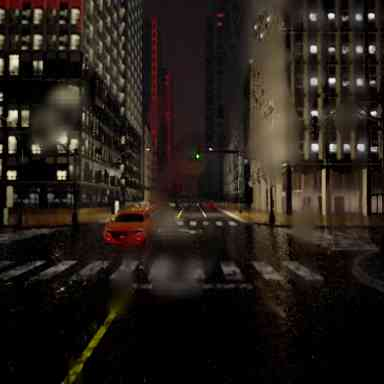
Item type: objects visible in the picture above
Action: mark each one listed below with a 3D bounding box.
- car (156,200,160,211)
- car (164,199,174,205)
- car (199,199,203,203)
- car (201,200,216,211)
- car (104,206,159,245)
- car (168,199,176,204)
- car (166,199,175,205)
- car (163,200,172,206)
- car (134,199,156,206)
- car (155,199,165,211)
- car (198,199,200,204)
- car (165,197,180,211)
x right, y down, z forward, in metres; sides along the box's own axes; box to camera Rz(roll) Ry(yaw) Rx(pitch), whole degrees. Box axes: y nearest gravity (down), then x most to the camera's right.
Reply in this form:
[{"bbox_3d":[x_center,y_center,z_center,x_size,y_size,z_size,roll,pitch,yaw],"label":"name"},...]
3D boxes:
[{"bbox_3d":[-5.686,2.124,44.038,1.802,1.307,4.206,1,-1,0],"label":"car"},{"bbox_3d":[-5.692,2.573,83.061,2.008,1.369,4.403,1,-1,0],"label":"car"},{"bbox_3d":[2.693,2.275,61.002,1.752,1.417,4.829,1,-1,0],"label":"car"},{"bbox_3d":[2.693,2.193,49.676,1.802,1.307,4.206,1,-1,0],"label":"car"},{"bbox_3d":[-3.003,1.693,16.842,1.882,1.535,5.008,0,-1,0],"label":"car"},{"bbox_3d":[-5.695,2.710,94.211,2.008,1.369,4.403,1,-1,0],"label":"car"},{"bbox_3d":[-5.694,2.635,88.636,1.887,1.381,4.507,1,-1,0],"label":"car"},{"bbox_3d":[-5.691,2.498,77.486,1.887,1.381,4.507,1,-1,0],"label":"car"},{"bbox_3d":[-5.681,1.914,38.465,1.967,1.590,4.097,1,-1,0],"label":"car"},{"bbox_3d":[-5.681,1.926,49.616,2.192,1.841,5.009,1,-1,0],"label":"car"},{"bbox_3d":[2.691,2.382,66.408,1.947,1.339,4.313,1,-1,0],"label":"car"},{"bbox_3d":[-3.010,1.827,50.619,2.150,2.045,5.566,0,0,0],"label":"car"}]
